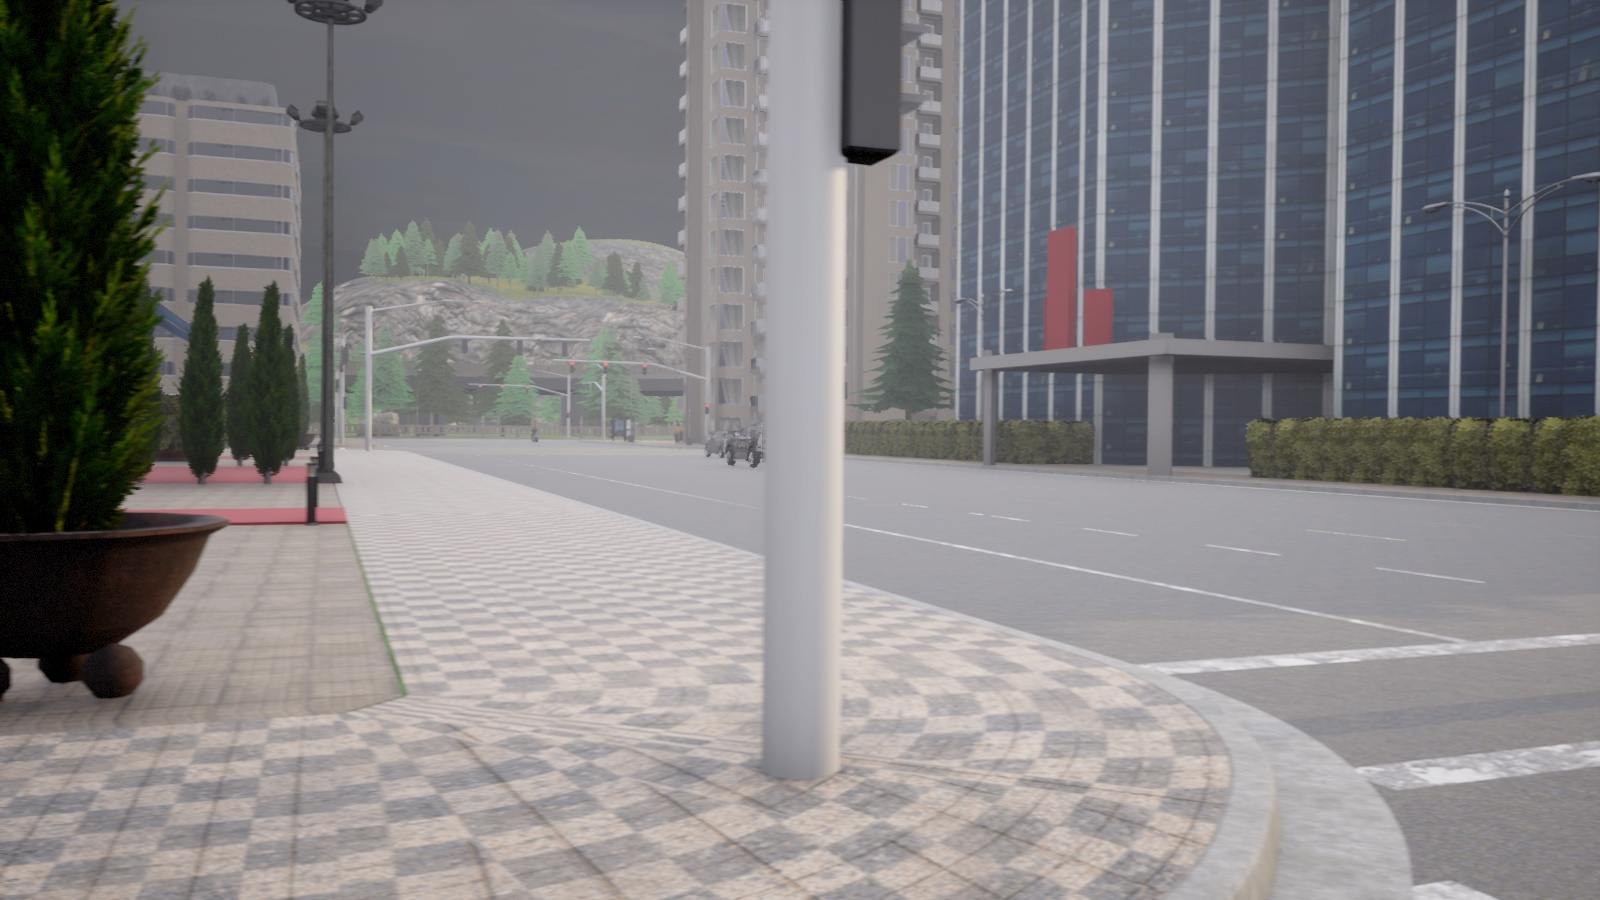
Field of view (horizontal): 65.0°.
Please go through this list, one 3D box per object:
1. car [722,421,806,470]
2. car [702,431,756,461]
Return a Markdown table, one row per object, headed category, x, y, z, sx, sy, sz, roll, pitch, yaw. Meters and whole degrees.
| category | x | y | z | sx | sy | sz | roll | pitch | yaw |
| --- | --- | --- | --- | --- | --- | --- | --- | --- | --- |
| car | -1.500 | -0.194 | 50.729 | 1.932 | 1.855 | 4.605 | -1 | 1 | -21 |
| car | -3.780 | -0.226 | 66.316 | 1.845 | 1.501 | 3.633 | -1 | 1 | -21 |
